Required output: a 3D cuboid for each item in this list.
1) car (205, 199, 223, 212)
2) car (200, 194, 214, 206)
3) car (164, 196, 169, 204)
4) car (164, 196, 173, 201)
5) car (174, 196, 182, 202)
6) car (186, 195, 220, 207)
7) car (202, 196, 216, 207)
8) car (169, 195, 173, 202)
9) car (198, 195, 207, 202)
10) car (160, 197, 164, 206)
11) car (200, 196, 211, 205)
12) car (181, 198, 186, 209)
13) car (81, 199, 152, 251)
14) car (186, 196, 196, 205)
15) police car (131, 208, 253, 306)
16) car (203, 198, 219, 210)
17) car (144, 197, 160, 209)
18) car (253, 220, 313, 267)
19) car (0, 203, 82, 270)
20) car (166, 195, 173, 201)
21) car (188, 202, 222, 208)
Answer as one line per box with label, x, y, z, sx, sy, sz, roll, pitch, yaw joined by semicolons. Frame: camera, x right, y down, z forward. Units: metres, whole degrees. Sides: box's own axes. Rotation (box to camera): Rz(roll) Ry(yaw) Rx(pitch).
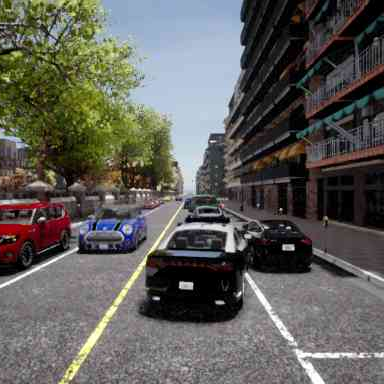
car;2.545;1.560;39.418;1.887;1.381;4.507;0;0;0
car;2.478;1.349;56.308;2.192;1.841;5.009;0;0;0
car;-5.923;1.591;61.906;2.008;1.369;4.403;0;0;0
car;-6.010;1.624;84.427;2.008;1.369;4.403;0;0;0
car;-3.309;1.633;81.976;1.994;1.385;4.181;0;0;0
car;0.815;1.230;24.051;2.150;2.045;5.566;0;0;0
car;2.501;1.468;50.678;1.967;1.590;4.097;0;0;0
car;-5.988;1.589;78.626;1.752;1.417;4.829;0;0;0
car;2.391;1.503;78.829;1.967;1.590;4.097;0;0;0
car;-5.880;1.468;50.644;1.967;1.590;4.097;0;0;0
car;2.457;1.480;61.939;1.967;1.590;4.097;0;0;0
car;-0.138;1.500;46.137;1.882;1.535;5.008;0;0;0
car;-3.146;1.354;14.034;2.097;1.767;4.553;0;0;0
car;-0.235;1.567;62.935;1.812;1.442;4.674;0;0;0
police car;0.420;1.426;8.317;1.930;1.638;5.238;0;0;12
car;2.523;1.566;45.049;1.887;1.381;4.507;0;0;0
car;-5.858;1.462;45.016;1.967;1.590;4.097;0;0;0
car;2.654;1.567;11.268;1.947;1.339;4.313;0;0;0
car;-5.726;1.316;11.236;2.192;1.841;5.009;0;0;0
car;-6.032;1.609;89.887;1.752;1.417;4.829;0;0;0
car;0.839;1.508;18.020;1.837;1.490;4.892;0;0;0
